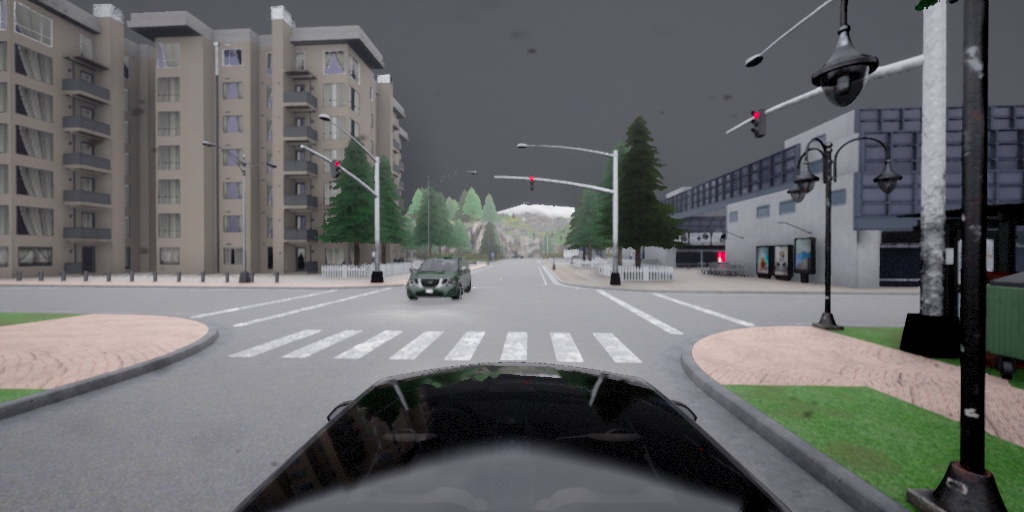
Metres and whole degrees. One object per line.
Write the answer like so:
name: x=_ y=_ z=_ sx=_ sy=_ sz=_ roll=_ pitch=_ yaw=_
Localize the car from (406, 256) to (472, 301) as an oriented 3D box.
car: x=-3.239 y=1.021 z=17.088 sx=2.150 sy=2.045 sz=5.566 roll=0 pitch=1 yaw=1
